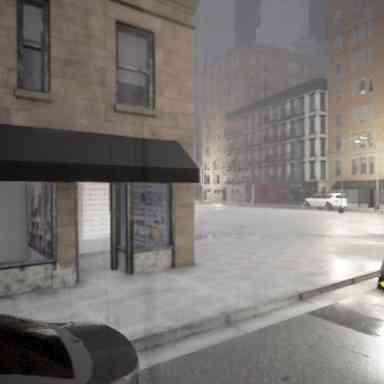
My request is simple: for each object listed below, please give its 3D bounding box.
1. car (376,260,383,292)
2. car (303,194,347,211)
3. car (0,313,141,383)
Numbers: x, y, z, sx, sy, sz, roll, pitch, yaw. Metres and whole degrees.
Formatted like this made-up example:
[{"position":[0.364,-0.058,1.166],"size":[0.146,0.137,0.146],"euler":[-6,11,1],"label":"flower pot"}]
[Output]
[{"position":[5.876,1.531,7.252],"size":[4.181,1.385,1.994],"euler":[0,0,-35],"label":"car"},{"position":[16.370,1.209,41.075],"size":[2.150,2.045,5.566],"euler":[0,0,-26],"label":"car"},{"position":[-2.484,1.512,1.299],"size":[4.892,1.490,1.837],"euler":[0,0,-35],"label":"car"}]
